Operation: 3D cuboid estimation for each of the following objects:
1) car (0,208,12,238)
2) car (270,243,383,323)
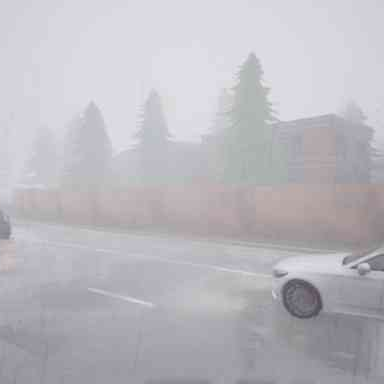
[{"bbox_3d":[-10.815,1.344,16.397,4.553,1.767,2.097,0,0,39],"label":"car"},{"bbox_3d":[3.688,1.527,5.661,4.674,1.442,1.812,0,0,36],"label":"car"}]
